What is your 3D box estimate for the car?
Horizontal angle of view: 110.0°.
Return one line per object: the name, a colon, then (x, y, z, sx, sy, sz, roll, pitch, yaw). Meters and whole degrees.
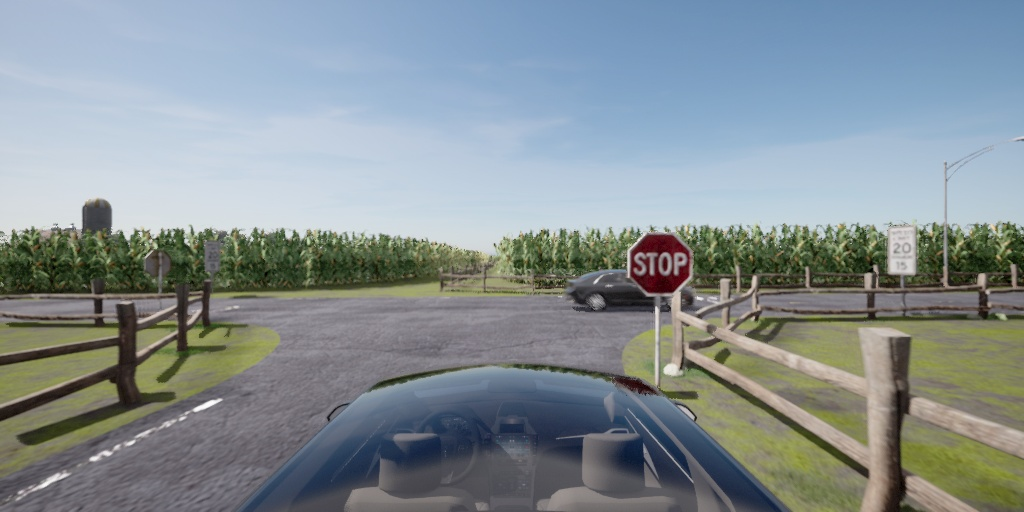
car: (4.496, 1.313, 13.952, 4.892, 1.490, 1.837, 0, 0, 0)
